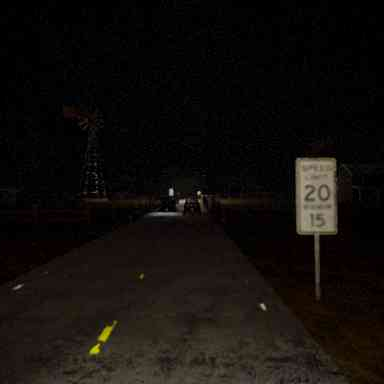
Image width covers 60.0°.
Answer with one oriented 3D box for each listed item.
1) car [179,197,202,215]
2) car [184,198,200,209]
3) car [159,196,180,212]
[{"bbox_3d":[0.009,1.503,34.551,2.128,1.511,4.902,0,0,0],"label":"car"},{"bbox_3d":[0.023,1.554,45.857,2.033,1.411,5.357,0,0,0],"label":"car"},{"bbox_3d":[-2.741,1.556,39.050,2.033,1.411,5.357,0,0,0],"label":"car"}]
